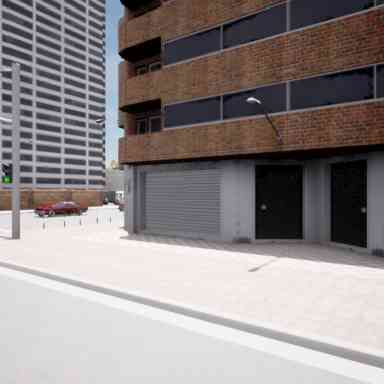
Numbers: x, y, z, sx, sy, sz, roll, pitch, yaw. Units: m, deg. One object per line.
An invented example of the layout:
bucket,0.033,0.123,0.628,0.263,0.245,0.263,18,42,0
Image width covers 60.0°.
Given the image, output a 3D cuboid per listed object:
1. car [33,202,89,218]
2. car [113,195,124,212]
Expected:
car,-12.135,1.601,30.952,1.895,1.301,4.718,0,0,35
car,-6.421,1.477,39.057,1.882,1.535,5.008,0,0,35
